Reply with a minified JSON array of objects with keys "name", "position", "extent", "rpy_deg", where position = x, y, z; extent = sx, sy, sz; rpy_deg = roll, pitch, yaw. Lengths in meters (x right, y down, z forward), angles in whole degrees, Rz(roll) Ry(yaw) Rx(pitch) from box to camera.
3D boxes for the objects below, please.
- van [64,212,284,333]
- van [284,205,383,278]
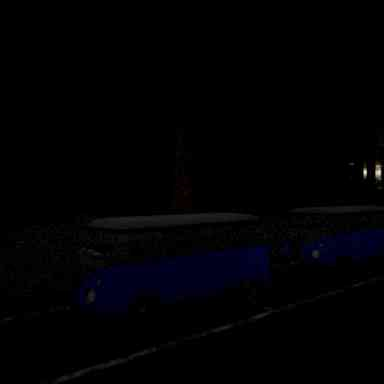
[{"name":"van","position":[-0.250,1.324,6.467],"extent":[3.998,1.788,1.690],"rpy_deg":[0,0,-35]},{"name":"van","position":[4.325,1.297,9.729],"extent":[3.998,1.788,1.690],"rpy_deg":[0,0,-35]}]
